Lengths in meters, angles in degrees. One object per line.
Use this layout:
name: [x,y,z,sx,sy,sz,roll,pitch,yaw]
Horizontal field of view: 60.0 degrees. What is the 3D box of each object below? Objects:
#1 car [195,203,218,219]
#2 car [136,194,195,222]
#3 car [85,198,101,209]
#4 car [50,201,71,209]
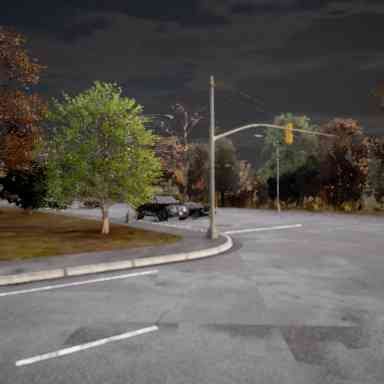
car: [0.117,1.594,28.950,1.895,1.301,4.718,0,0,-38]
car: [-2.488,1.226,26.591,2.150,2.045,5.566,0,0,-38]
car: [-13.368,1.530,46.095,1.882,1.535,5.008,0,0,-38]
car: [-18.991,1.639,47.598,2.033,1.411,5.357,0,0,-38]
